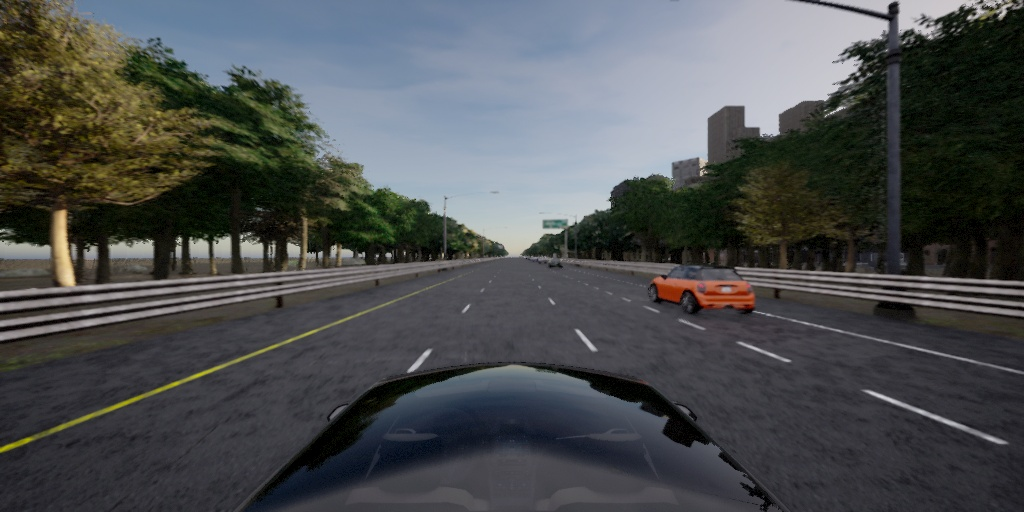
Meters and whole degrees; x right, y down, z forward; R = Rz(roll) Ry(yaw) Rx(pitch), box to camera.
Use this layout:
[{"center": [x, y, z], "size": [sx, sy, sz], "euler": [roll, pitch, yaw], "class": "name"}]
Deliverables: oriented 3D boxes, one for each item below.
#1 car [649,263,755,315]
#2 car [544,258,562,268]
[{"center": [7.008, 1.111, 13.831], "size": [2.097, 1.767, 4.553], "euler": [0, 0, 0], "class": "car"}, {"center": [7.194, 1.137, 60.820], "size": [2.097, 1.767, 4.553], "euler": [0, 0, 0], "class": "car"}]
